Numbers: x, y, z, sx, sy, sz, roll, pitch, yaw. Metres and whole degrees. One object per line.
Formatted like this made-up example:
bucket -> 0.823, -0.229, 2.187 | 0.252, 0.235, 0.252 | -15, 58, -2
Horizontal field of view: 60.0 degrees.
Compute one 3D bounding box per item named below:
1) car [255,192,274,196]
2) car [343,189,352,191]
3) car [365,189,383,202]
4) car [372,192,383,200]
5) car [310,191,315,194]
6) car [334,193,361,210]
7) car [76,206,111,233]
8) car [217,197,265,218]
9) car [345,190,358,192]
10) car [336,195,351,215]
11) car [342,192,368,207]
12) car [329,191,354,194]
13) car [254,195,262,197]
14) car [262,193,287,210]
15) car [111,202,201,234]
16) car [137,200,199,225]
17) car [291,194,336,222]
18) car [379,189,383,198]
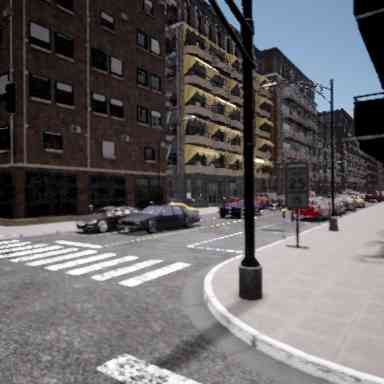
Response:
car -> 8.097, 0.960, 37.639 | 2.192, 1.841, 5.009 | 0, 1, 35
car -> 36.783, 0.282, 78.721 | 2.192, 1.841, 5.009 | 0, 1, 35
car -> 27.697, 0.570, 51.072 | 2.192, 1.841, 5.009 | 0, 1, 35
car -> 34.073, 0.655, 60.204 | 2.008, 1.369, 4.403 | 0, 1, 35
car -> 17.659, 0.732, 51.333 | 2.192, 1.841, 5.009 | 0, 1, 35
car -> 14.949, 1.109, 32.816 | 2.008, 1.369, 4.403 | 0, 1, 35
car -> -4.651, 1.503, 19.383 | 2.008, 1.369, 4.403 | 0, 1, 35
car -> 3.968, 1.369, 27.219 | 1.895, 1.301, 4.718 | -1, 0, 35
car -> 26.070, 0.795, 53.284 | 1.812, 1.442, 4.674 | -1, 0, 35
car -> 11.762, 1.185, 28.252 | 2.008, 1.369, 4.403 | 0, 1, 35
car -> 18.234, 1.005, 37.520 | 1.752, 1.417, 4.829 | 0, 1, 35
car -> 20.367, 0.969, 45.117 | 1.994, 1.385, 4.181 | -1, 0, 35
car -> 4.911, 1.266, 33.078 | 1.887, 1.381, 4.507 | 0, 1, 35
car -> 9.711, 1.121, 35.428 | 2.128, 1.511, 4.902 | -1, 0, 35
car -> -1.697, 1.452, 19.062 | 2.033, 1.411, 5.357 | -1, 0, 39
car -> -1.562, 1.402, 23.808 | 1.752, 1.417, 4.829 | 0, 1, 35
car -> 8.574, 1.151, 23.686 | 1.967, 1.590, 4.097 | 0, 1, 35
car -> 40.446, 0.270, 69.330 | 2.192, 1.841, 5.009 | 0, 1, 35
